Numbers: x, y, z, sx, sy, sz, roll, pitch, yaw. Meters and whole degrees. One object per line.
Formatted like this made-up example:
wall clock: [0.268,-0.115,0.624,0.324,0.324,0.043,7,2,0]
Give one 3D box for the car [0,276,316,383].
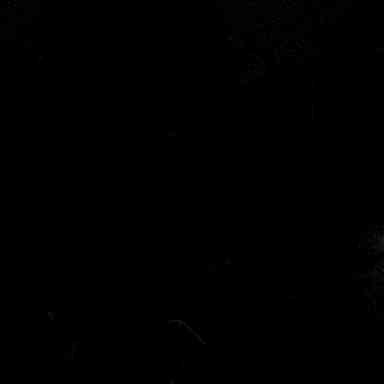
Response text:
car: [-1.088,1.600,2.910,4.718,1.301,1.895,0,0,-36]
